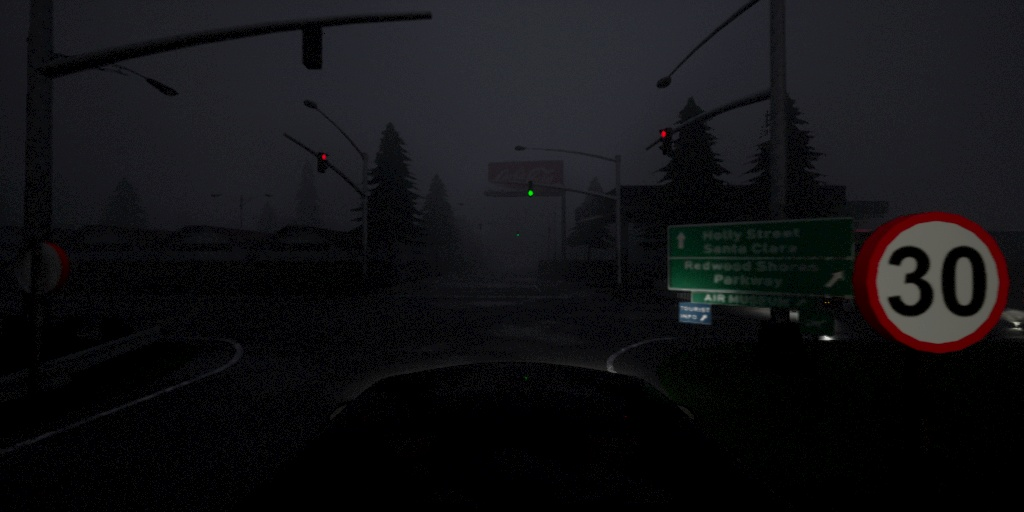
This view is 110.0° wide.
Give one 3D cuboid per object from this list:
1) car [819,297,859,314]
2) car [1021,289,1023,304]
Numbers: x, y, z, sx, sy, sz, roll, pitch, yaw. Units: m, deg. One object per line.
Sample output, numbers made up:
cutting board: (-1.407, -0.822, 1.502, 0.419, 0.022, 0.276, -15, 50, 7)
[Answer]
car: (15.162, 1.608, 15.416, 4.892, 1.490, 1.837, 0, -1, 1)
car: (25.098, 1.580, 15.309, 5.008, 1.535, 1.882, 0, -1, 1)
